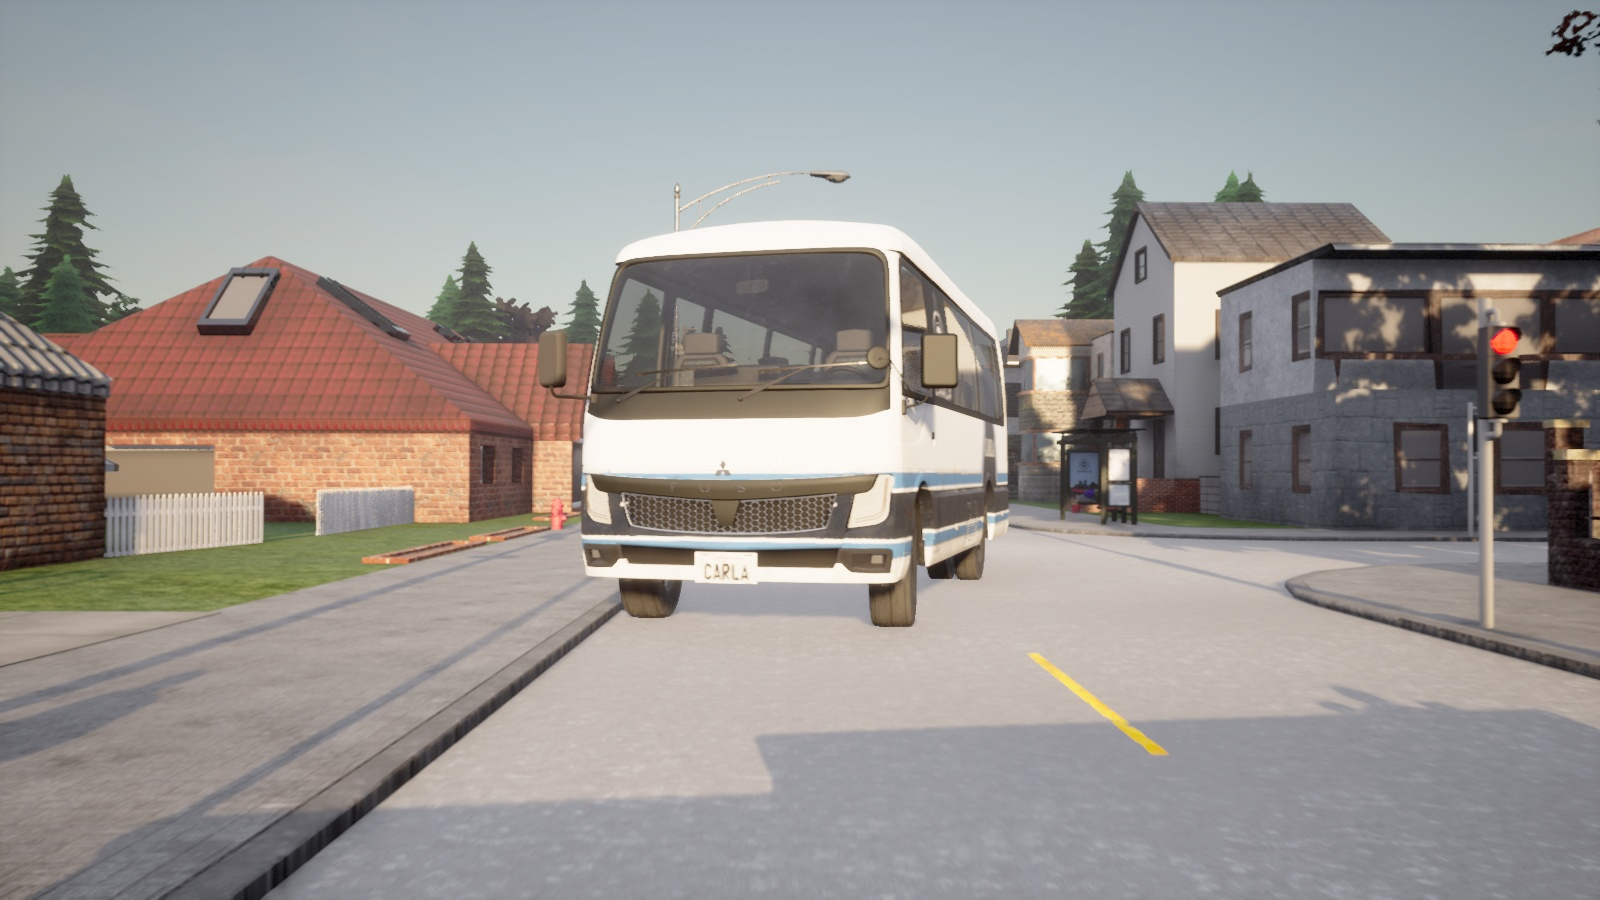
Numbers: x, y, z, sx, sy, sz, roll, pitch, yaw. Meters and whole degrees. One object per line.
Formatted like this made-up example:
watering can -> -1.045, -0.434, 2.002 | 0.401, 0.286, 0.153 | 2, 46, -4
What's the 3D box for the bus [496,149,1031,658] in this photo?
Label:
bus -> 0.474, -0.296, 15.968 | 3.944, 4.253, 10.273 | -1, -1, 15
